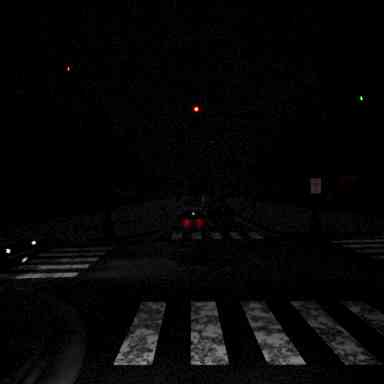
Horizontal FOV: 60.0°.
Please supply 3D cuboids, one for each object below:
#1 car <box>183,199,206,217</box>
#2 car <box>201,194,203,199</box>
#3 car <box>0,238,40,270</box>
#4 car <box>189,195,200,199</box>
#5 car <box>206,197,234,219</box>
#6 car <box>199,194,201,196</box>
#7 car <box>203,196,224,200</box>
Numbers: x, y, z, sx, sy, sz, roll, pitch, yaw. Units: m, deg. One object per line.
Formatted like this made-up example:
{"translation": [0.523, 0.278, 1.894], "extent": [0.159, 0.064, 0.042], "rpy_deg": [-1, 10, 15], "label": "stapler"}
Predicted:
{"translation": [0.093, 1.637, 31.949], "extent": [1.895, 1.301, 4.718], "rpy_deg": [0, 0, 0], "label": "car"}
{"translation": [2.584, 1.372, 40.520], "extent": [2.192, 1.841, 5.009], "rpy_deg": [-1, 0, 0], "label": "car"}
{"translation": [-7.179, 1.770, 9.883], "extent": [4.718, 1.301, 1.895], "rpy_deg": [-2, 0, 0], "label": "car"}
{"translation": [0.013, 1.678, 58.942], "extent": [1.994, 1.385, 4.181], "rpy_deg": [0, 0, 0], "label": "car"}
{"translation": [2.597, 1.471, 29.715], "extent": [1.967, 1.590, 4.097], "rpy_deg": [-1, 0, 0], "label": "car"}
{"translation": [2.914, 1.502, 67.886], "extent": [2.097, 1.767, 4.553], "rpy_deg": [0, 0, 0], "label": "car"}
{"translation": [2.590, 1.358, 35.117], "extent": [2.192, 1.841, 5.009], "rpy_deg": [-1, 0, 0], "label": "car"}
